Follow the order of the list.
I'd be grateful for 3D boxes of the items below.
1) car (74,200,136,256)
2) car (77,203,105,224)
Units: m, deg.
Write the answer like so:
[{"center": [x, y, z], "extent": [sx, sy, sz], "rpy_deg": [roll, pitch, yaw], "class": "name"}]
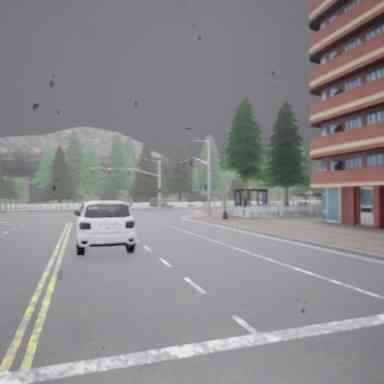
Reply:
[{"center": [-3.784, 1.367, 14.216], "extent": [2.150, 2.045, 5.566], "rpy_deg": [0, 0, -19], "class": "car"}, {"center": [-8.799, 1.785, 28.788], "extent": [1.882, 1.535, 5.008], "rpy_deg": [0, 0, -22], "class": "car"}]
